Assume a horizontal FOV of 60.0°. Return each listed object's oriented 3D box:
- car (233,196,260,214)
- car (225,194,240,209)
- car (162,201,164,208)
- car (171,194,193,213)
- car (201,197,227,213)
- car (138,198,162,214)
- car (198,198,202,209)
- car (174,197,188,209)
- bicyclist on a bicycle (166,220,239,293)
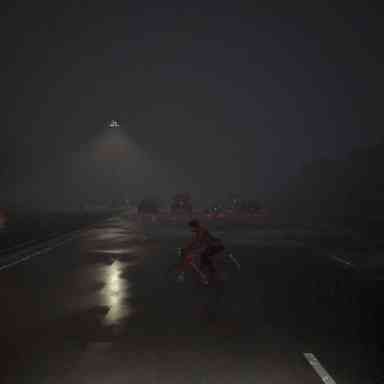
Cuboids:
[{"bbox_3d":[5.897,1.477,35.294,1.882,1.535,5.008,0,0,-2],"label":"car"},{"bbox_3d":[5.507,1.221,45.765,2.150,2.045,5.566,0,0,-1],"label":"car"},{"bbox_3d":[-4.992,1.547,45.691,2.033,1.411,5.357,0,0,-1],"label":"car"},{"bbox_3d":[-1.128,1.221,36.668,2.150,2.045,5.566,0,0,-1],"label":"car"},{"bbox_3d":[2.359,1.526,36.731,1.812,1.442,4.674,0,0,-2],"label":"car"},{"bbox_3d":[-4.622,1.477,35.777,1.882,1.535,5.008,0,0,-1],"label":"car"},{"bbox_3d":[1.991,1.491,46.530,2.128,1.511,4.902,0,0,-1],"label":"car"},{"bbox_3d":[-1.522,1.477,46.990,1.882,1.535,5.008,0,0,-1],"label":"car"},{"bbox_3d":[0.218,1.454,7.440,1.656,1.620,0.582,-2,0,-2],"label":"bicyclist on a bicycle"}]
